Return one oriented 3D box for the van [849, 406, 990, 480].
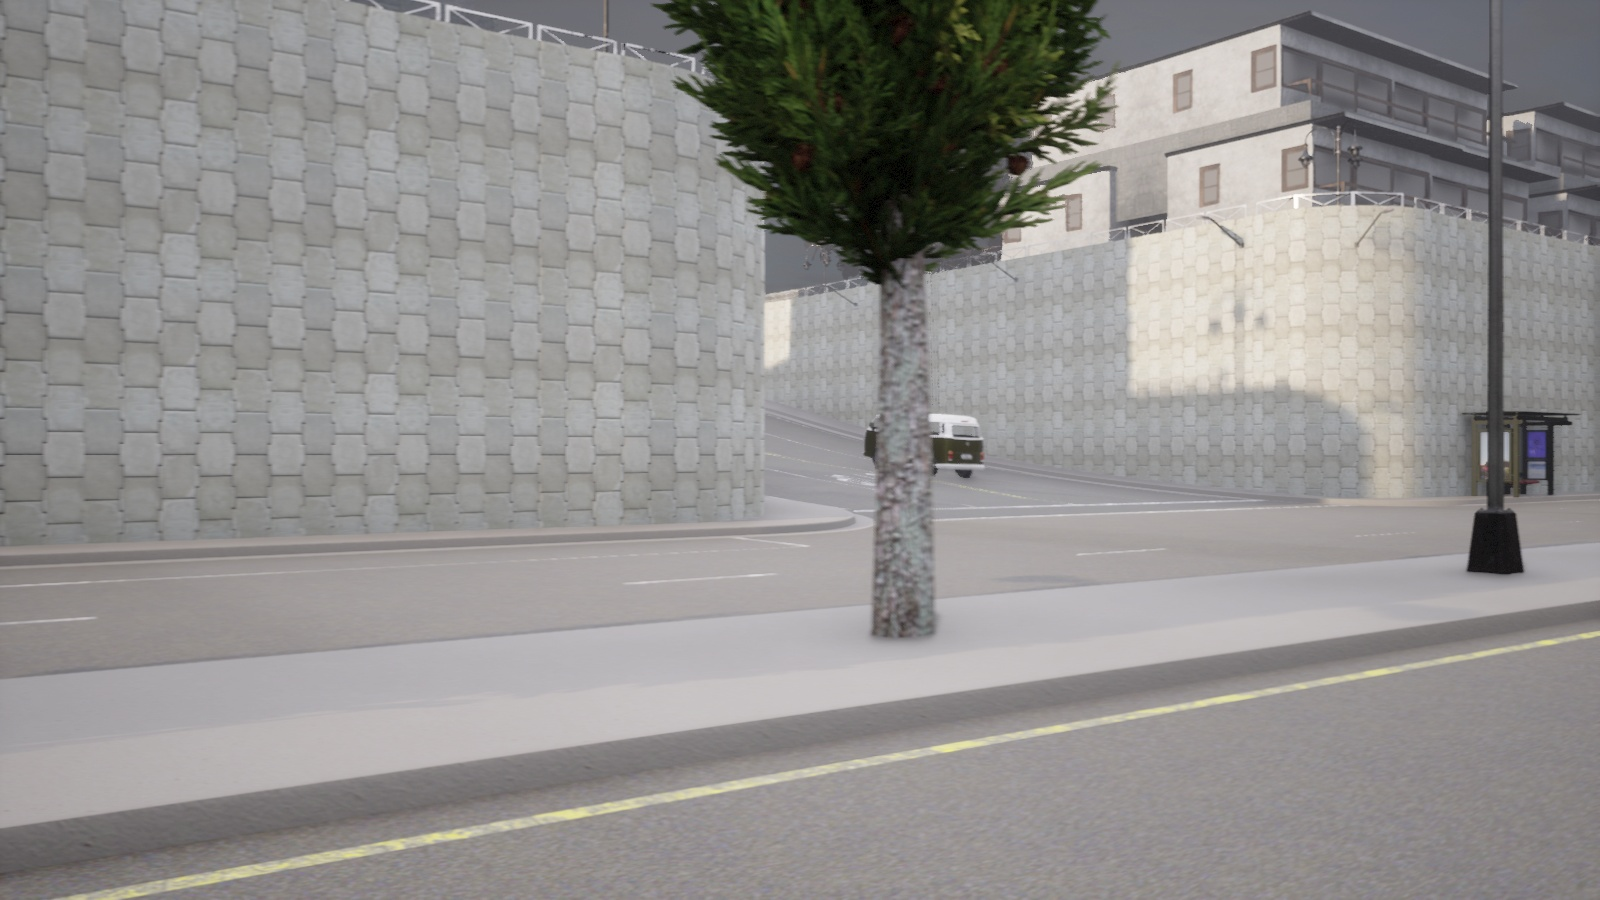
[{"bbox_3d":[3.846,-0.251,41.194,2.069,2.038,4.480,2,4,-35],"label":"van"}]
